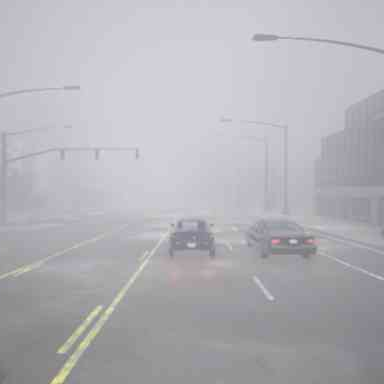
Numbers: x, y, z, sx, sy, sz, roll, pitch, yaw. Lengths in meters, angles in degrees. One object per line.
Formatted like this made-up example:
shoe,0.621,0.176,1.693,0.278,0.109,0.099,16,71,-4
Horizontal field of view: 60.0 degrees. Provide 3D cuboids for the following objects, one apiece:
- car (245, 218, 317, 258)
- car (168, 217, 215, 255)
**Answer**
car,3.498,1.813,13.992,2.033,1.411,5.357,0,-1,0
car,0.002,1.800,14.401,1.812,1.442,4.674,0,-1,0
